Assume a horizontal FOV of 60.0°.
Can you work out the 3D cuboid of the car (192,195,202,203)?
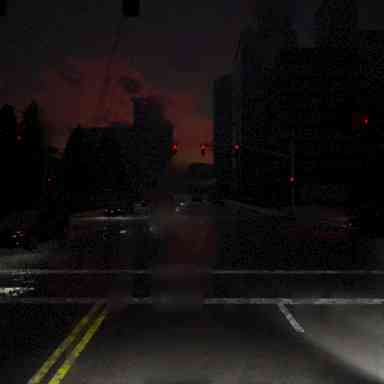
[{"bbox_3d":[1.015,1.348,67.479,2.097,1.767,4.553,0,0,1],"label":"car"}]

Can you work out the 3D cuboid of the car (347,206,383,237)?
[{"bbox_3d":[10.685,1.490,17.087,4.902,1.511,2.128,0,0,9],"label":"car"}]

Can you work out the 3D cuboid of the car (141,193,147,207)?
[{"bbox_3d":[-6.246,1.218,50.095,2.150,2.045,5.566,0,0,1],"label":"car"}]

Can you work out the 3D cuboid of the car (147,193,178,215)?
[{"bbox_3d":[-2.900,1.219,33.964,2.150,2.045,5.566,0,0,0],"label":"car"}]

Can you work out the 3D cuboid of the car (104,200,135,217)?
[{"bbox_3d":[-6.795,1.503,31.671,1.837,1.490,4.892,0,0,6],"label":"car"}]

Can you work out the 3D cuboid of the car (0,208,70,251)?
[{"bbox_3d":[-6.970,1.477,14.364,1.882,1.535,5.008,0,0,1],"label":"car"}]

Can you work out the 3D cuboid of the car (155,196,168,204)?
[{"bbox_3d":[-6.018,1.489,66.477,2.128,1.511,4.902,0,0,1],"label":"car"}]

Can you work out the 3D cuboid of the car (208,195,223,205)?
[{"bbox_3d":[4.549,1.543,60.275,2.033,1.411,5.357,0,0,1],"label":"car"}]

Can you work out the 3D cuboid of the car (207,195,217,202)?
[{"bbox_3d":[4.606,1.473,77.185,1.882,1.535,5.008,0,0,1],"label":"car"}]

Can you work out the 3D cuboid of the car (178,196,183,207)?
[{"bbox_3d":[-2.750,1.598,49.622,1.895,1.301,4.718,0,0,1],"label":"car"}]
